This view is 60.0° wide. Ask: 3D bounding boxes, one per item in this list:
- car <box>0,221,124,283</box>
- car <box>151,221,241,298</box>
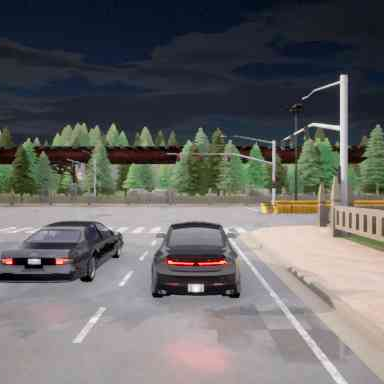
[{"bbox_3d":[-3.385,1.547,9.682,2.033,1.411,5.357,0,0,0],"label":"car"},{"bbox_3d":[0.101,1.505,8.492,1.837,1.490,4.892,0,0,1],"label":"car"}]
